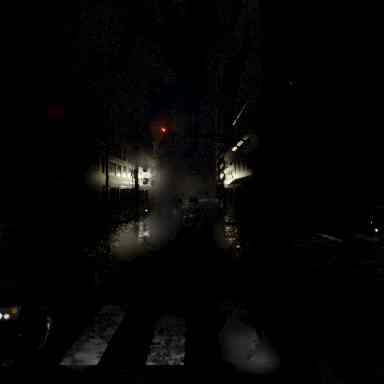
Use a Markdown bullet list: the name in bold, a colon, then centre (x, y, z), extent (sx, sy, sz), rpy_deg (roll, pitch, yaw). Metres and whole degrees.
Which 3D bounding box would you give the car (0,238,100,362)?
- **car**: centre (-3.082, 1.563, 5.933), extent (1.994, 1.385, 4.181), rpy_deg (0, 0, 0)

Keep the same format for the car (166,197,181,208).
- **car**: centre (-2.946, 1.626, 47.554), extent (1.895, 1.301, 4.718), rpy_deg (0, 0, 0)

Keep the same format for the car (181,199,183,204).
- **car**: centre (-2.800, 1.624, 64.700), extent (1.994, 1.385, 4.181), rpy_deg (0, 0, 0)

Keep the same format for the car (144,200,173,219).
- **car**: centre (-3.010, 1.606, 29.310), extent (1.895, 1.301, 4.718), rpy_deg (0, 0, 0)

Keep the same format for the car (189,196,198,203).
- **car**: centre (0.297, 1.546, 71.084), extent (1.882, 1.535, 5.008), rpy_deg (0, 0, 0)

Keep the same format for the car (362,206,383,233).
- **car**: centre (11.369, 1.383, 15.707), extent (5.357, 1.411, 2.033), rpy_deg (-1, 0, 0)
